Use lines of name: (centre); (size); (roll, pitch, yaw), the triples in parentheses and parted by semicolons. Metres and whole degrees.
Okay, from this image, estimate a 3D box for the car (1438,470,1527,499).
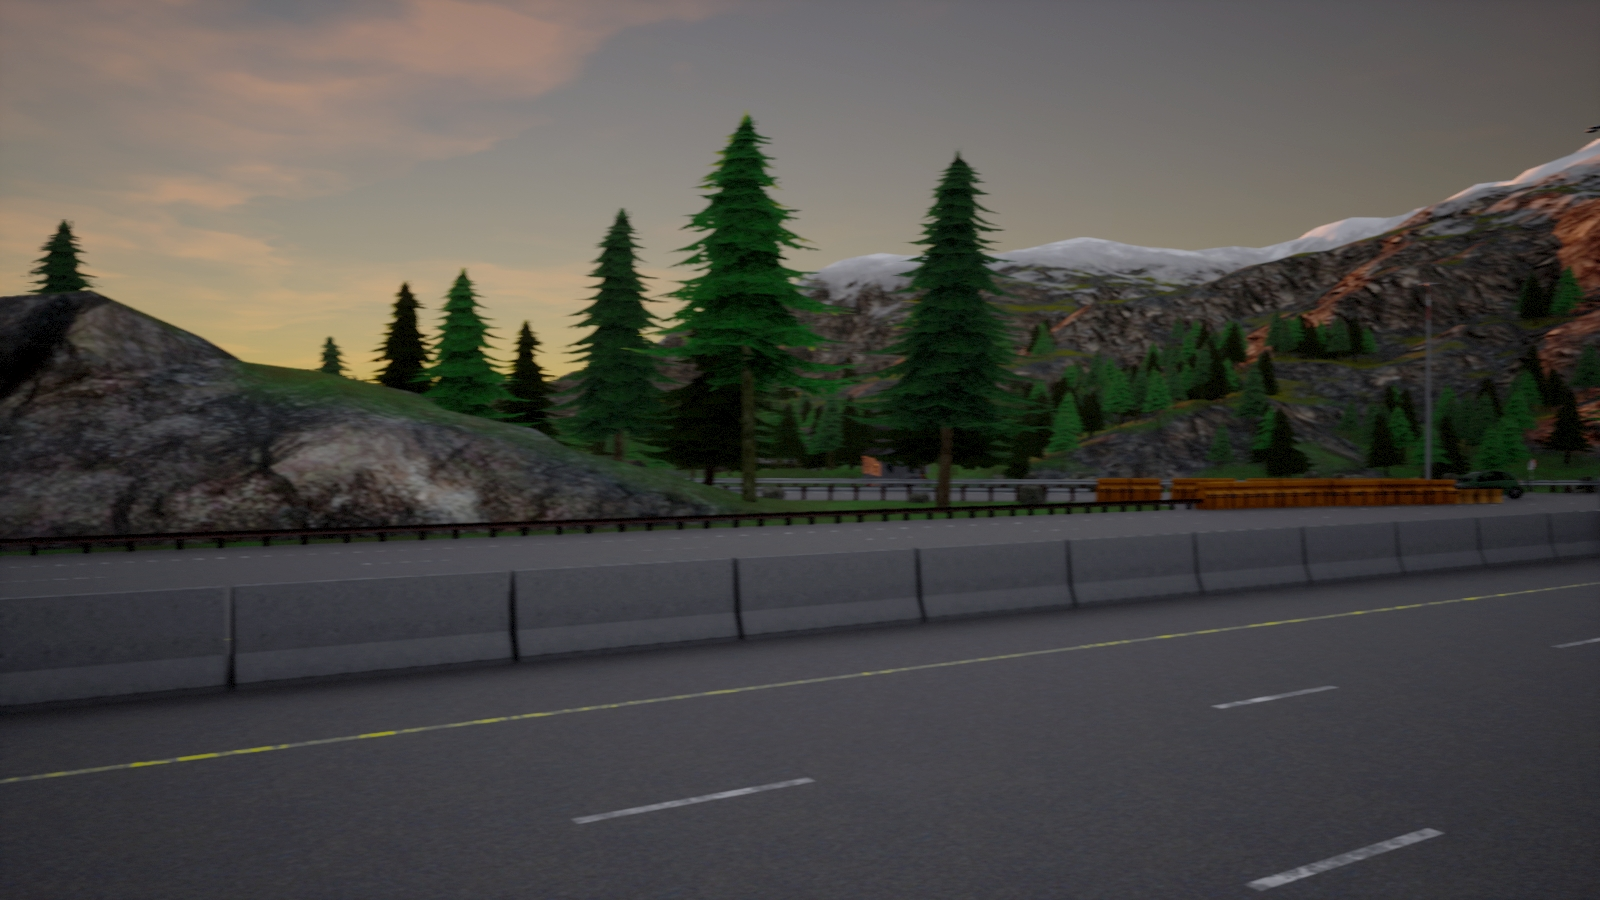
car: (39.260, 1.995, 65.786); (3.988, 1.617, 1.851); (0, 0, -1)
